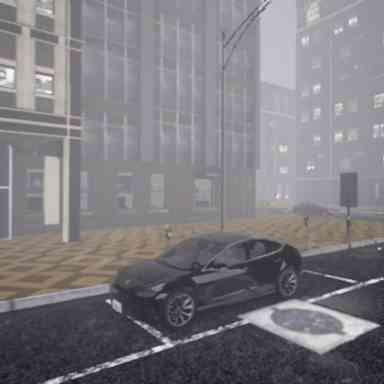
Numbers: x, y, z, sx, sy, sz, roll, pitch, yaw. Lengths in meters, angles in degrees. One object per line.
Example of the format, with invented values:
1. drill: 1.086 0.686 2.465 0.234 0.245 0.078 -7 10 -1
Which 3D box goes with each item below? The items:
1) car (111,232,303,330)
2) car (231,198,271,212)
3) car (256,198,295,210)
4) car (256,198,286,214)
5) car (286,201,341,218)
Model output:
1. car: 0.508 1.562 6.919 4.313 1.339 1.947 0 0 -36
2. car: 6.738 1.443 38.412 1.812 1.442 4.674 0 0 -36
3. car: 10.691 1.464 42.808 1.752 1.417 4.829 0 0 -36
4. car: 7.382 1.440 33.044 1.752 1.417 4.829 0 0 -36
5. car: 10.583 1.507 28.581 1.802 1.307 4.206 0 0 -36
